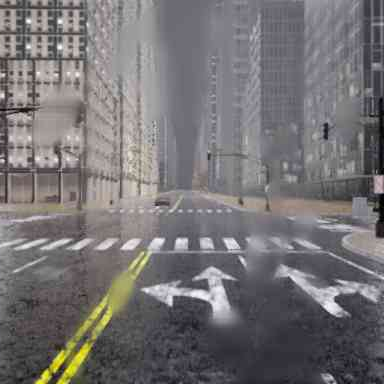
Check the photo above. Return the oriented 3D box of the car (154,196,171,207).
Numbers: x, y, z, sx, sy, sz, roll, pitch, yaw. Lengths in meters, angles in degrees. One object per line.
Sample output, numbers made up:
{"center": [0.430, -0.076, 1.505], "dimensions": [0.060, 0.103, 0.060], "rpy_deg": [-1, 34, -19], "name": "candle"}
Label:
{"center": [-3.835, 1.274, 43.923], "dimensions": [1.994, 1.385, 4.181], "rpy_deg": [0, 0, -1], "name": "car"}
